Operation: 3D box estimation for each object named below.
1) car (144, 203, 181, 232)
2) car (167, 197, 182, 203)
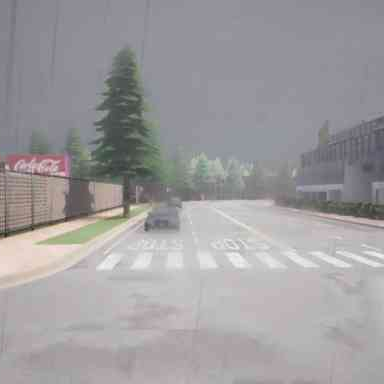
[{"bbox_3d":[-1.701,1.573,19.981,1.994,1.385,4.181,0,0,-2],"label":"car"},{"bbox_3d":[-2.429,1.510,46.554,1.837,1.490,4.892,-1,0,-1],"label":"car"}]
